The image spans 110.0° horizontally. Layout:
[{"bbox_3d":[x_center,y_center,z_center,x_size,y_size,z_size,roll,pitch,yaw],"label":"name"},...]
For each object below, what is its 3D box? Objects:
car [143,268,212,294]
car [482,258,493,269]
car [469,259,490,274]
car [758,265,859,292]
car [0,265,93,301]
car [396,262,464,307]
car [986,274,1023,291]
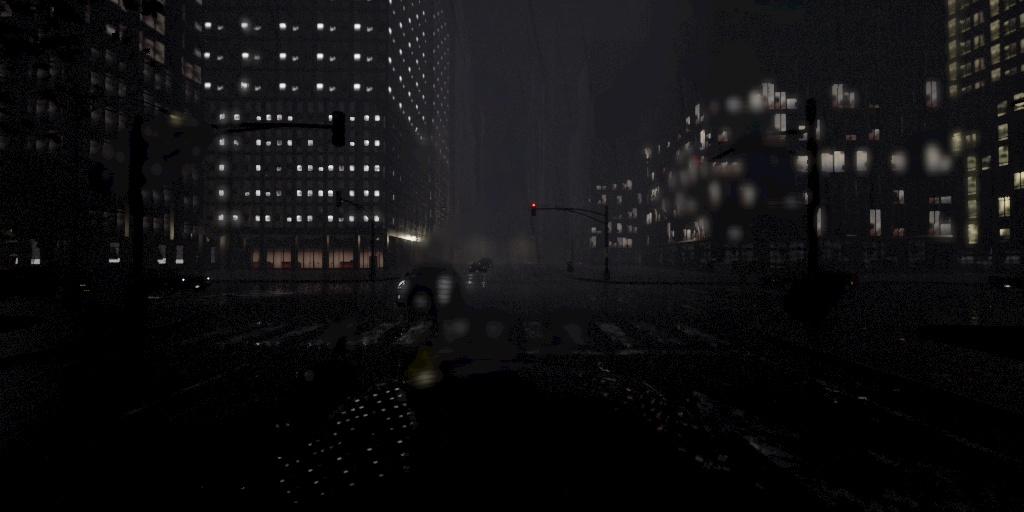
[{"bbox_3d":[-18.887,1.306,19.087,4.718,1.301,1.895,0,-1,2],"label":"car"},{"bbox_3d":[-4.089,1.050,56.458,2.097,1.767,4.553,0,0,-1],"label":"car"},{"bbox_3d":[-3.833,1.340,41.201,1.895,1.301,4.718,0,0,-1],"label":"car"},{"bbox_3d":[17.192,1.280,20.964,5.008,1.535,1.882,0,-1,2],"label":"car"},{"bbox_3d":[-20.246,1.160,15.879,4.892,1.490,1.837,0,-1,2],"label":"car"},{"bbox_3d":[-3.320,1.066,15.219,2.097,1.767,4.553,0,0,-1],"label":"car"},{"bbox_3d":[30.681,1.418,20.597,4.718,1.301,1.895,0,-1,1],"label":"car"}]
